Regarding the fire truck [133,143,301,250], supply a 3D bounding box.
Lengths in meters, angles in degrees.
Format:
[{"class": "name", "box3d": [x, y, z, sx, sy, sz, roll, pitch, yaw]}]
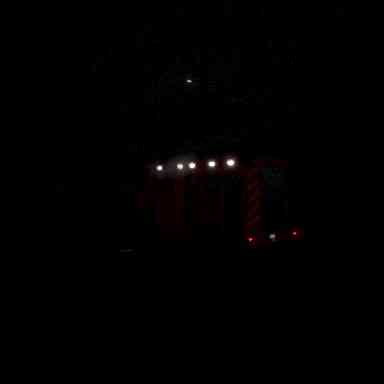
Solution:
[{"class": "fire truck", "box3d": [0.456, 0.173, 14.789, 2.891, 3.827, 8.468, -1, 2, -35]}]
